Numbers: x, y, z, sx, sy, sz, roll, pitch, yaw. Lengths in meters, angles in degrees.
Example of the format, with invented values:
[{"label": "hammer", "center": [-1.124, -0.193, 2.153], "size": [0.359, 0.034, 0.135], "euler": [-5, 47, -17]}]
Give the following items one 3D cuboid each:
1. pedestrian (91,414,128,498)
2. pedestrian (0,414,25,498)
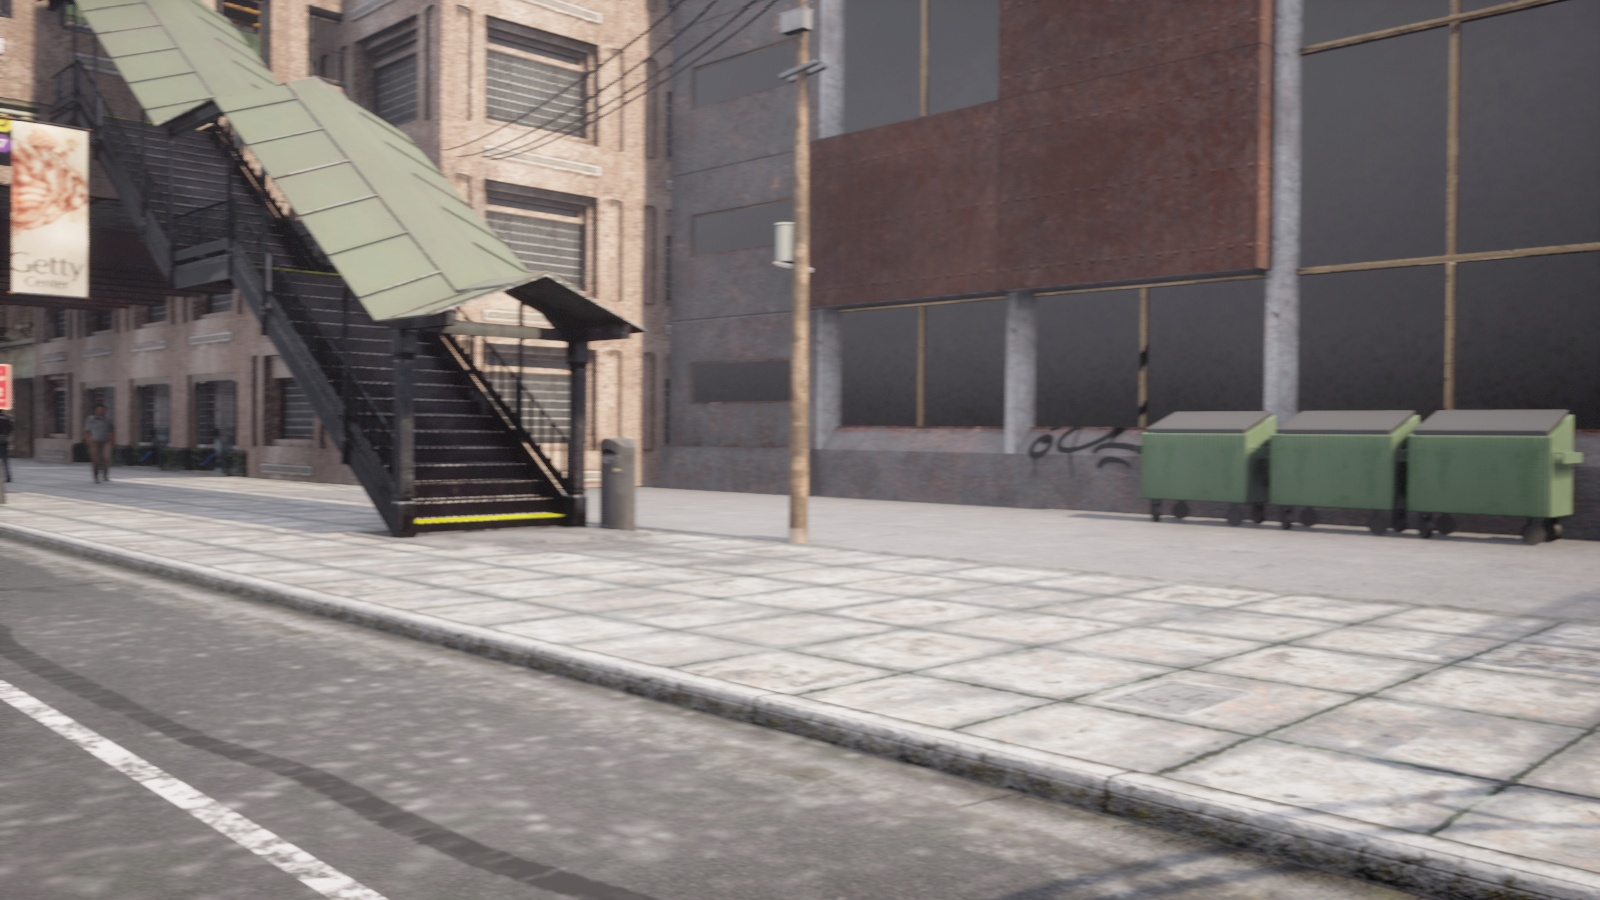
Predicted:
[{"label": "pedestrian", "center": [-15.455, 0.123, 28.121], "size": [0.540, 1.848, 0.694], "euler": [-1, 1, -43]}, {"label": "pedestrian", "center": [-18.273, 0.137, 28.973], "size": [0.666, 1.930, 0.402], "euler": [0, 1, 33]}]
